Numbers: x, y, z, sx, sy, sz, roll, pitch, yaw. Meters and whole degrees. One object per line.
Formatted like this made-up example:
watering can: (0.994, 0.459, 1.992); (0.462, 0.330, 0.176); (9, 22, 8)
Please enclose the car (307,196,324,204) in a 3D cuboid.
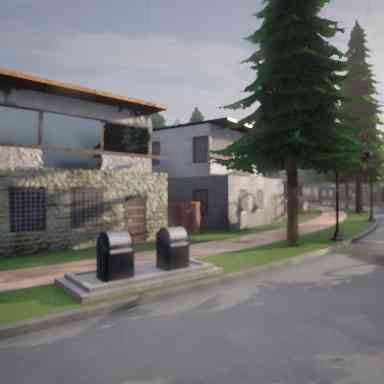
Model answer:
car: (21.985, 1.425, 60.397); (1.895, 1.301, 4.718); (0, 0, -8)
